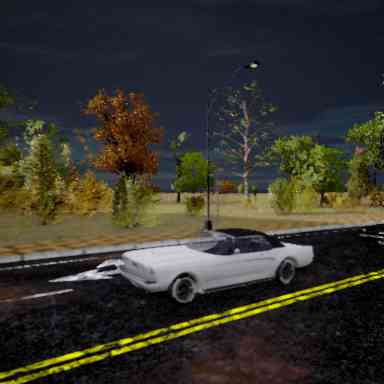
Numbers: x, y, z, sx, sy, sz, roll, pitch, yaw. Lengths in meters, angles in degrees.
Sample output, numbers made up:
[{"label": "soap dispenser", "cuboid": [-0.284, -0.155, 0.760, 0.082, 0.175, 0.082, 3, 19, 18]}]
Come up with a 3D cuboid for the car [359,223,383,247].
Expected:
[{"label": "car", "cuboid": [8.942, 1.588, 13.621, 4.718, 1.301, 1.895, 0, 0, -33]}]

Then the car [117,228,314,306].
[{"label": "car", "cuboid": [0.685, 1.592, 8.077, 4.718, 1.301, 1.895, 0, 0, -32]}]
